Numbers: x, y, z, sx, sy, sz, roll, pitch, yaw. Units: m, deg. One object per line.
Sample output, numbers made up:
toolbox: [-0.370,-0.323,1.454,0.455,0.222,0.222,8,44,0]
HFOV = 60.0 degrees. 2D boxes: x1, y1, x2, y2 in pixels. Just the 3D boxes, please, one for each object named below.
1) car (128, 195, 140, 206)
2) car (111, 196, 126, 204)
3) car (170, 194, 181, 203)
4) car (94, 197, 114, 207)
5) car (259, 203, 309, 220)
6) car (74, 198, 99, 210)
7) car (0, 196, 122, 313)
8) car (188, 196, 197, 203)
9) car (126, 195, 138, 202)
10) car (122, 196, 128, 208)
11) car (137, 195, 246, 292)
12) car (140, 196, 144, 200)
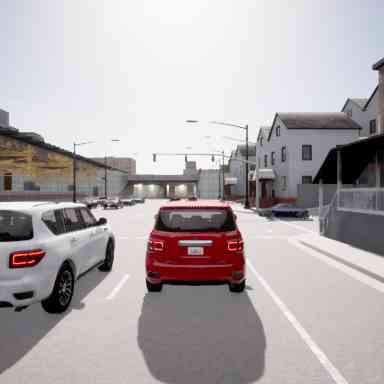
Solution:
car: [-10.464,1.547,54.409,2.033,1.411,5.357,0,0,0]
car: [-13.898,1.505,63.351,1.837,1.490,4.892,0,0,0]
car: [-3.338,1.352,69.181,2.097,1.767,4.553,0,0,0]
car: [-13.965,1.526,52.989,1.812,1.442,4.674,0,0,0]
car: [7.975,1.687,28.970,4.181,1.385,1.994,1,0,7]
car: [-13.996,1.564,44.248,1.994,1.385,4.181,0,0,0]
car: [-3.409,1.221,7.786,2.150,2.045,5.566,0,0,1]
car: [0.160,1.503,69.203,1.837,1.490,4.892,0,0,0]
car: [-13.821,1.475,76.258,1.837,1.490,4.892,0,0,0]
car: [-10.495,1.491,44.660,2.128,1.511,4.902,0,0,0]
car: [0.099,1.221,9.049,2.150,2.045,5.566,0,0,1]
car: [-10.382,1.548,64.987,2.033,1.411,5.357,0,0,0]
